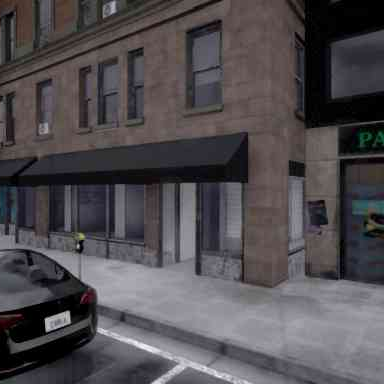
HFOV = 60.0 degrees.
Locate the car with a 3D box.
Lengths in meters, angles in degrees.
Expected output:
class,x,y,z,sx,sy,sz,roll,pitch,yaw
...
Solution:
class,x,y,z,sx,sy,sz,roll,pitch,yaw
car,-3.278,1.566,5.151,4.313,1.339,1.947,0,0,36
